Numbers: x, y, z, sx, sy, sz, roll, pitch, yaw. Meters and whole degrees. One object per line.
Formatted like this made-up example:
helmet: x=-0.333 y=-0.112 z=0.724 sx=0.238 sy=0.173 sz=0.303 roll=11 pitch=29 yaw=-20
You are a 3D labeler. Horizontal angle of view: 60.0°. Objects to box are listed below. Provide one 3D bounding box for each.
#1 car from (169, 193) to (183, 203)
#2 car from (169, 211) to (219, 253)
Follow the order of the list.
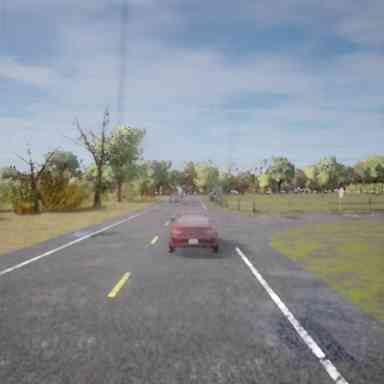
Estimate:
car: x=-3.430 y=1.384 z=63.832 sx=2.128 sy=1.511 sz=4.902 roll=0 pitch=0 yaw=1
car: x=0.076 y=1.502 z=13.562 sx=1.812 sy=1.442 sz=4.674 roll=0 pitch=0 yaw=1
